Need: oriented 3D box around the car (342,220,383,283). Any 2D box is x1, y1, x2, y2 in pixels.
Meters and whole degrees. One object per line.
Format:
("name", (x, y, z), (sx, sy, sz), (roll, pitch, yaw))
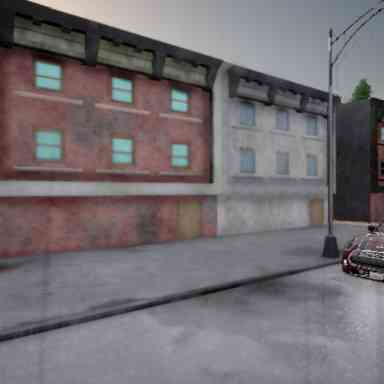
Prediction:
("car", (6.038, 1.324, 8.914), (4.553, 1.767, 2.097), (0, 0, -35))
